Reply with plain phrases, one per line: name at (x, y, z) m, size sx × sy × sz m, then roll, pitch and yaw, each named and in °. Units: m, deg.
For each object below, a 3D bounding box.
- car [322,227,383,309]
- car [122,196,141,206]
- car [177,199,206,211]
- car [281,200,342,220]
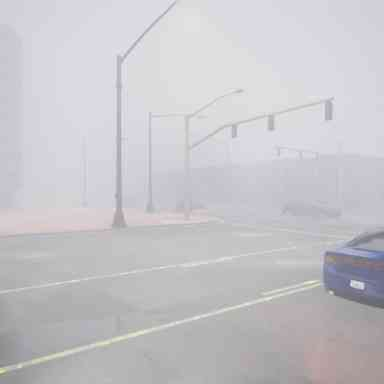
car at (4.928, 1.478, 7.262) m, size 5.008 × 1.535 × 1.882 m, roll 0°, pitch 0°, yaw -35°
car at (-10.312, 1.491, 55.982) m, size 2.128 × 1.511 × 4.902 m, roll 0°, pitch 0°, yaw -35°
car at (-0.158, 1.564, 41.727) m, size 1.994 × 1.385 × 4.181 m, roll 0°, pitch 0°, yaw -36°
car at (10.032, 1.477, 28.191) m, size 1.882 × 1.535 × 5.008 m, roll 0°, pitch 0°, yaw -42°
